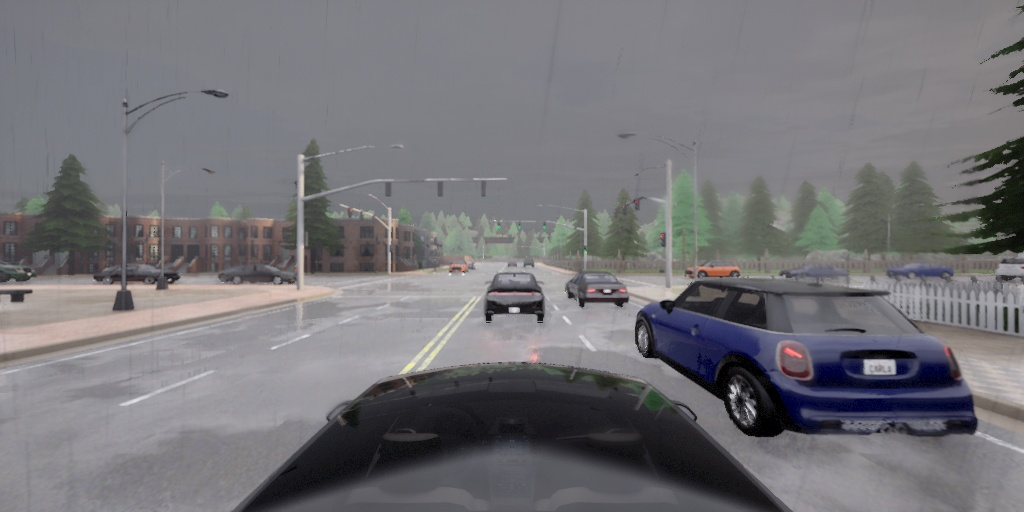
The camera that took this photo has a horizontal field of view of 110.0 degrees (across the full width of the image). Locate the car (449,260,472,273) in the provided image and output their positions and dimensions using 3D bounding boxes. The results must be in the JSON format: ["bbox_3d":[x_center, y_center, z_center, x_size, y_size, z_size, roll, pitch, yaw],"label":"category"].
[{"bbox_3d":[-7.071,1.359,48.000,2.097,1.767,4.553,0,0,0],"label":"car"}]

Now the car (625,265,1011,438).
[{"bbox_3d":[3.603,1.123,5.636,2.097,1.767,4.553,0,0,0],"label":"car"}]

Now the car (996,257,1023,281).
[{"bbox_3d":[44.175,1.131,29.917,5.566,2.045,2.150,0,0,0],"label":"car"}]

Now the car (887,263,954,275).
[{"bbox_3d":[38.128,1.408,33.613,5.008,1.535,1.882,0,0,0],"label":"car"}]

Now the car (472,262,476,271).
[{"bbox_3d":[-7.055,1.588,57.932,1.812,1.442,4.674,0,0,1],"label":"car"}]

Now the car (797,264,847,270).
[{"bbox_3d":[28.250,1.477,33.633,5.357,1.411,2.033,0,0,1],"label":"car"}]

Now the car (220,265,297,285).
[{"bbox_3d":[-18.485,1.393,26.863,4.892,1.490,1.837,0,0,-1],"label":"car"}]

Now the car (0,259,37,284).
[{"bbox_3d":[-41.343,1.113,27.855,5.566,2.045,2.150,0,0,-20],"label":"car"}]

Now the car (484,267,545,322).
[{"bbox_3d":[0.084,1.302,12.454,2.128,1.511,4.902,0,0,0],"label":"car"}]

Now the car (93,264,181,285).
[{"bbox_3d":[-27.744,1.488,26.691,4.718,1.301,1.895,0,0,-3],"label":"car"}]

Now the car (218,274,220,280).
[{"bbox_3d":[-22.170,1.471,30.291,4.181,1.385,1.994,0,0,-1],"label":"car"}]

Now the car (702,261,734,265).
[{"bbox_3d":[18.725,1.281,33.652,4.553,1.767,2.097,0,0,0],"label":"car"}]

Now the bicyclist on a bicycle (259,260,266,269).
[{"bbox_3d":[-28.796,1.271,41.303,0.582,1.620,1.656,0,0,-1],"label":"bicyclist on a bicycle"}]

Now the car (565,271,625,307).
[{"bbox_3d":[3.595,1.377,15.939,2.033,1.411,5.357,0,0,0],"label":"car"}]
